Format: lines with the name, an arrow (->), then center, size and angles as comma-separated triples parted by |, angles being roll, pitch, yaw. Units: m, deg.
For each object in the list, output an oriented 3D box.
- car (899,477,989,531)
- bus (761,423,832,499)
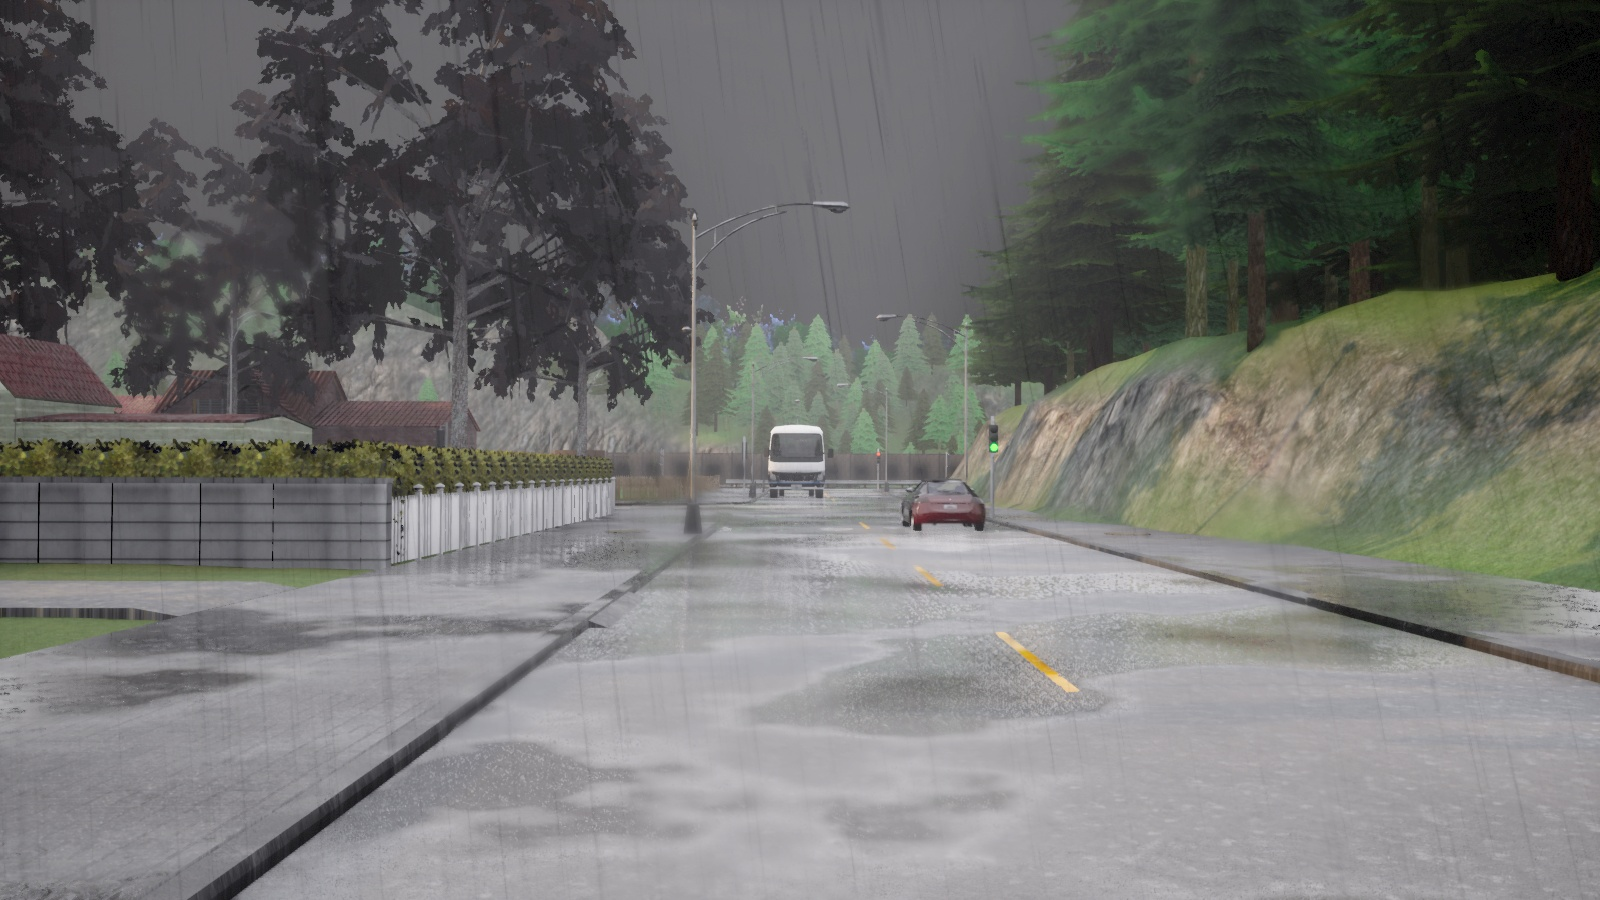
car -> 3.913, 1.445, 34.725 | 1.994, 1.385, 4.181 | 0, -1, 0
bus -> -0.192, 0.698, 75.175 | 3.944, 4.253, 10.273 | 0, -1, 0
